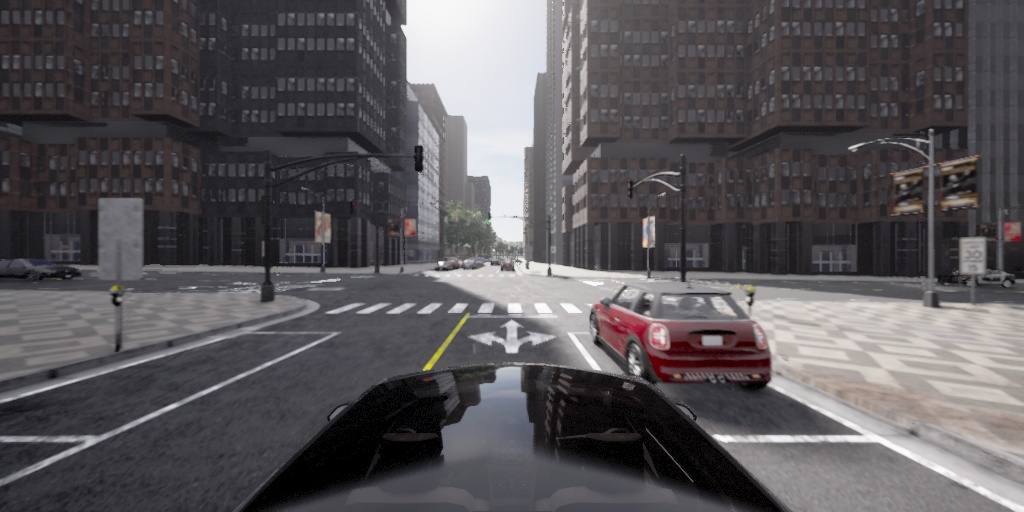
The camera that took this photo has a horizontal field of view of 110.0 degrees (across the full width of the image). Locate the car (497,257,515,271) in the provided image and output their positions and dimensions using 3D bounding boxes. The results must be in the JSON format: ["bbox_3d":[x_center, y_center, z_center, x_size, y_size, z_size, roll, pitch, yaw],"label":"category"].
[{"bbox_3d":[-0.599,1.204,48.277,1.967,1.591,4.097,0,0,0],"label":"car"}]

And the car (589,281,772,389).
[{"bbox_3d":[2.762,1.190,6.885,1.967,1.591,4.097,0,0,0],"label":"car"}]

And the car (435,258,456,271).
[{"bbox_3d":[-9.124,1.330,48.226,1.948,1.339,4.313,0,0,0],"label":"car"}]

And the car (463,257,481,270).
[{"bbox_3d":[-6.452,1.270,54.528,2.128,1.511,4.902,0,0,0],"label":"car"}]

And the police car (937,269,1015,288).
[{"bbox_3d":[38.999,1.762,30.268,5.238,1.638,1.930,1,0,0],"label":"police car"}]

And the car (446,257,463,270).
[{"bbox_3d":[-9.158,1.092,53.652,2.192,1.841,5.009,0,0,0],"label":"car"}]

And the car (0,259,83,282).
[{"bbox_3d":[-31.469,0.885,23.274,5.357,1.411,2.033,1,0,0],"label":"car"}]
